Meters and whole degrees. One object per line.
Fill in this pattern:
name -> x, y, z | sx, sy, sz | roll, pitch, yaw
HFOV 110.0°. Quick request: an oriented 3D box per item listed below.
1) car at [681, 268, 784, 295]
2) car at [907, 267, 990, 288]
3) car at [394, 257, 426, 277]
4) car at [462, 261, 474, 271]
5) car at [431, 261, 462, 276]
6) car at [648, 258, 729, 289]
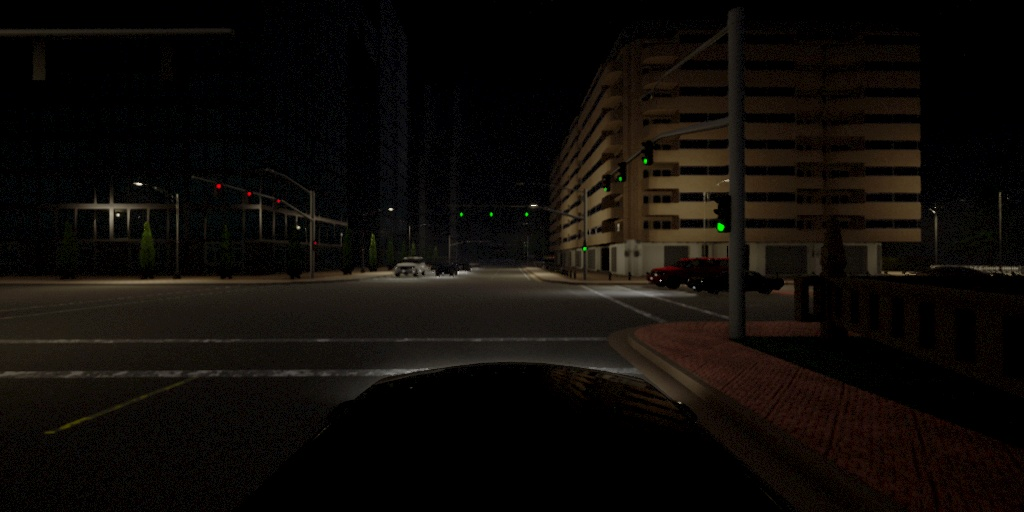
car -> 12.686, 1.502, 20.672 | 4.718, 1.301, 1.895 | 0, 0, -1
car -> 29.563, 1.445, 24.346 | 4.674, 1.442, 1.812 | 0, 0, -1
car -> -10.798, 1.158, 38.444 | 2.150, 2.045, 5.566 | 0, 0, 0
car -> -7.375, 1.507, 53.733 | 2.128, 1.511, 4.902 | 0, 0, 0
car -> -7.306, 1.496, 40.578 | 2.033, 1.411, 5.357 | 0, 0, 0
car -> 12.155, 1.138, 24.169 | 5.566, 2.045, 2.150 | 0, 0, -1
